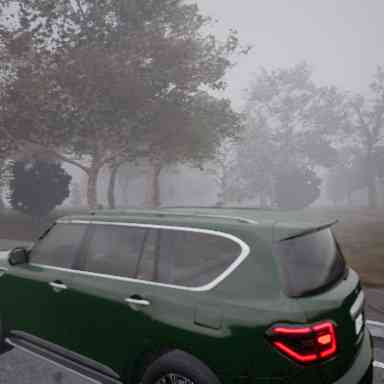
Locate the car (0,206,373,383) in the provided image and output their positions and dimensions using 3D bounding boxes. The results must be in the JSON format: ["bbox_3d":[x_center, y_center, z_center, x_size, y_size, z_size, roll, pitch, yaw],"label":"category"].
[{"bbox_3d":[-0.777,1.213,4.388,5.566,2.045,2.150,0,0,34],"label":"car"}]
